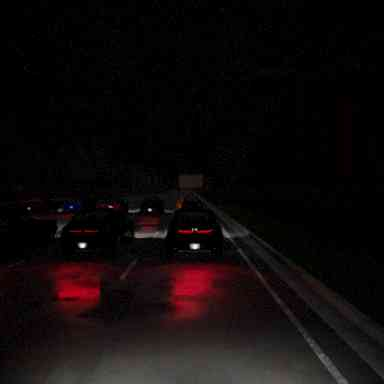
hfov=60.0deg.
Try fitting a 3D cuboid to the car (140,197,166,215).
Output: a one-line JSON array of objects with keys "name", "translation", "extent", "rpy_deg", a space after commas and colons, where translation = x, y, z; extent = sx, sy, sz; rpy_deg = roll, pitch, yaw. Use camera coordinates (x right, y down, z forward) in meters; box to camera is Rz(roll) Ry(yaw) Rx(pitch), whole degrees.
[{"name": "car", "translation": [-3.503, 1.200, 29.932], "extent": [1.837, 1.490, 4.892], "rpy_deg": [0, 1, 0]}]

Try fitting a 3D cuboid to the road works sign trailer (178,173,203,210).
[{"name": "road works sign trailer", "translation": [-0.127, -0.060, 32.304], "extent": [2.380, 3.560, 2.880], "rpy_deg": [0, 9, -1]}]

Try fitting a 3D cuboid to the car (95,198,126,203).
[{"name": "car", "translation": [-7.006, 1.255, 30.321], "extent": [1.994, 1.385, 4.181], "rpy_deg": [0, 1, 0]}]

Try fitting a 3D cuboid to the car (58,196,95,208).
[{"name": "car", "translation": [-10.513, 1.158, 31.397], "extent": [1.882, 1.535, 5.008], "rpy_deg": [0, 1, 0]}]

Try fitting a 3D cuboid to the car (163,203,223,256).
[{"name": "car", "translation": [0.088, 1.376, 12.495], "extent": [1.837, 1.490, 4.892], "rpy_deg": [0, 0, 0]}]

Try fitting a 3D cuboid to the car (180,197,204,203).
[{"name": "car", "translation": [0.005, 1.198, 28.673], "extent": [2.128, 1.511, 4.902], "rpy_deg": [0, 1, 0]}]

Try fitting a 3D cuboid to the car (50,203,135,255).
[{"name": "car", "translation": [-3.413, 1.374, 12.759], "extent": [1.837, 1.490, 4.892], "rpy_deg": [0, 1, 0]}]

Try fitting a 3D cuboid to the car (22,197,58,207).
[{"name": "car", "translation": [-14.023, 1.212, 30.870], "extent": [1.812, 1.442, 4.674], "rpy_deg": [0, 1, -1]}]

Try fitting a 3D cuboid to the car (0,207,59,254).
[{"name": "car", "translation": [-6.912, 1.471, 12.732], "extent": [1.895, 1.301, 4.718], "rpy_deg": [0, 1, 0]}]
